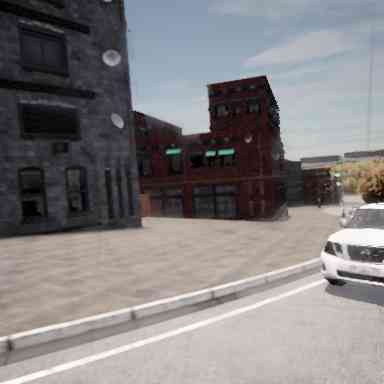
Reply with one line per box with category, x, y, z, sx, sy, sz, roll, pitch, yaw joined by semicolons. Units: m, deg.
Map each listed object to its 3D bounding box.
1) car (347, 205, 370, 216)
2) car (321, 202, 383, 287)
car;24.152;2.631;48.348;1.812;1.442;4.674;-4;-3;13
car;5.476;1.299;8.870;2.150;2.045;5.566;-1;-1;44
